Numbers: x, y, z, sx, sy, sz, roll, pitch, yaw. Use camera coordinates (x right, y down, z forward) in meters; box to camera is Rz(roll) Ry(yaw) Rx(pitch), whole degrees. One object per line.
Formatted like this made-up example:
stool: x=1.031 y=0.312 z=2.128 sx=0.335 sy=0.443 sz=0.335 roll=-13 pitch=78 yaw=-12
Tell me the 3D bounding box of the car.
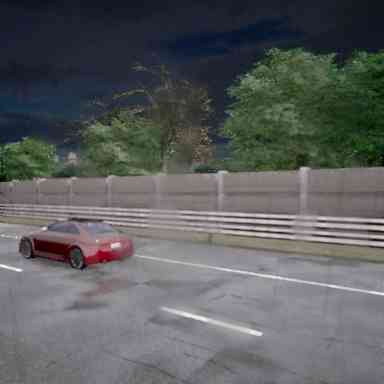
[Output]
car: x=-3.899 y=1.563 z=11.073 sx=4.181 sy=1.385 sz=1.994 roll=0 pitch=0 yaw=35
